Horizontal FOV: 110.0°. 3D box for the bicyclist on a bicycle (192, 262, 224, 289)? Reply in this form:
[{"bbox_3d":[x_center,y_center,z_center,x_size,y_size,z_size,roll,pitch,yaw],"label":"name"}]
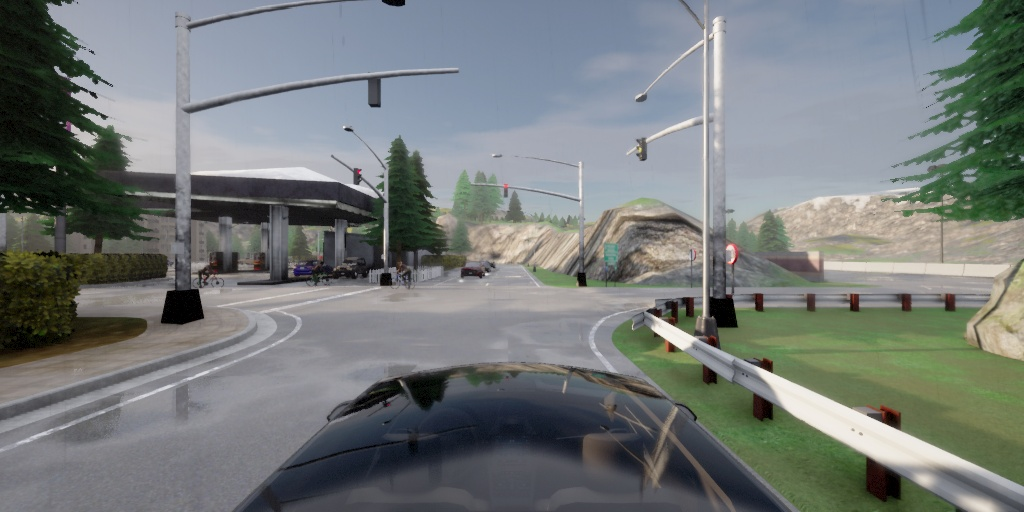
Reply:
[{"bbox_3d":[-18.539,1.190,21.907,1.656,1.620,0.582,0,-1,-15],"label":"bicyclist on a bicycle"}]

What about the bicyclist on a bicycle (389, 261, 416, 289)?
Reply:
[{"bbox_3d":[-6.289,1.115,20.588,1.656,1.620,0.582,0,-1,12],"label":"bicyclist on a bicycle"}]

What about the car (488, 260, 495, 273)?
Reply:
[{"bbox_3d":[-3.566,1.297,44.045,2.033,1.411,5.357,0,0,0],"label":"car"}]

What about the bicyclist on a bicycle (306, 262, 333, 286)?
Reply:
[{"bbox_3d":[-13.084,1.203,24.373,1.656,1.620,0.582,0,0,-40],"label":"bicyclist on a bicycle"}]

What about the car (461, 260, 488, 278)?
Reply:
[{"bbox_3d":[-3.576,1.228,33.469,1.882,1.535,5.008,0,0,0],"label":"car"}]
